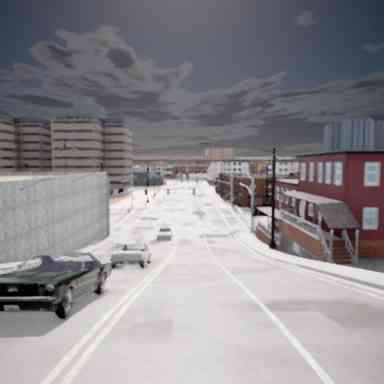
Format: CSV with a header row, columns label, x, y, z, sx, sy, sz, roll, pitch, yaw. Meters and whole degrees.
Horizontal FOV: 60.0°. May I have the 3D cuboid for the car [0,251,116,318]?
label,x,y,z,sx,sy,sz,roll,pitch,yaw
car,-3.613,2.294,8.884,1.895,1.301,4.718,0,-7,0

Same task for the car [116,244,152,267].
label,x,y,z,sx,sy,sz,roll,pitch,yaw
car,-3.628,3.854,20.512,1.895,1.301,4.718,0,-8,0

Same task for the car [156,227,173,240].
label,x,y,z,sx,sy,sz,roll,pitch,yaw
car,-3.590,5.409,43.887,1.895,1.301,4.718,0,1,0
